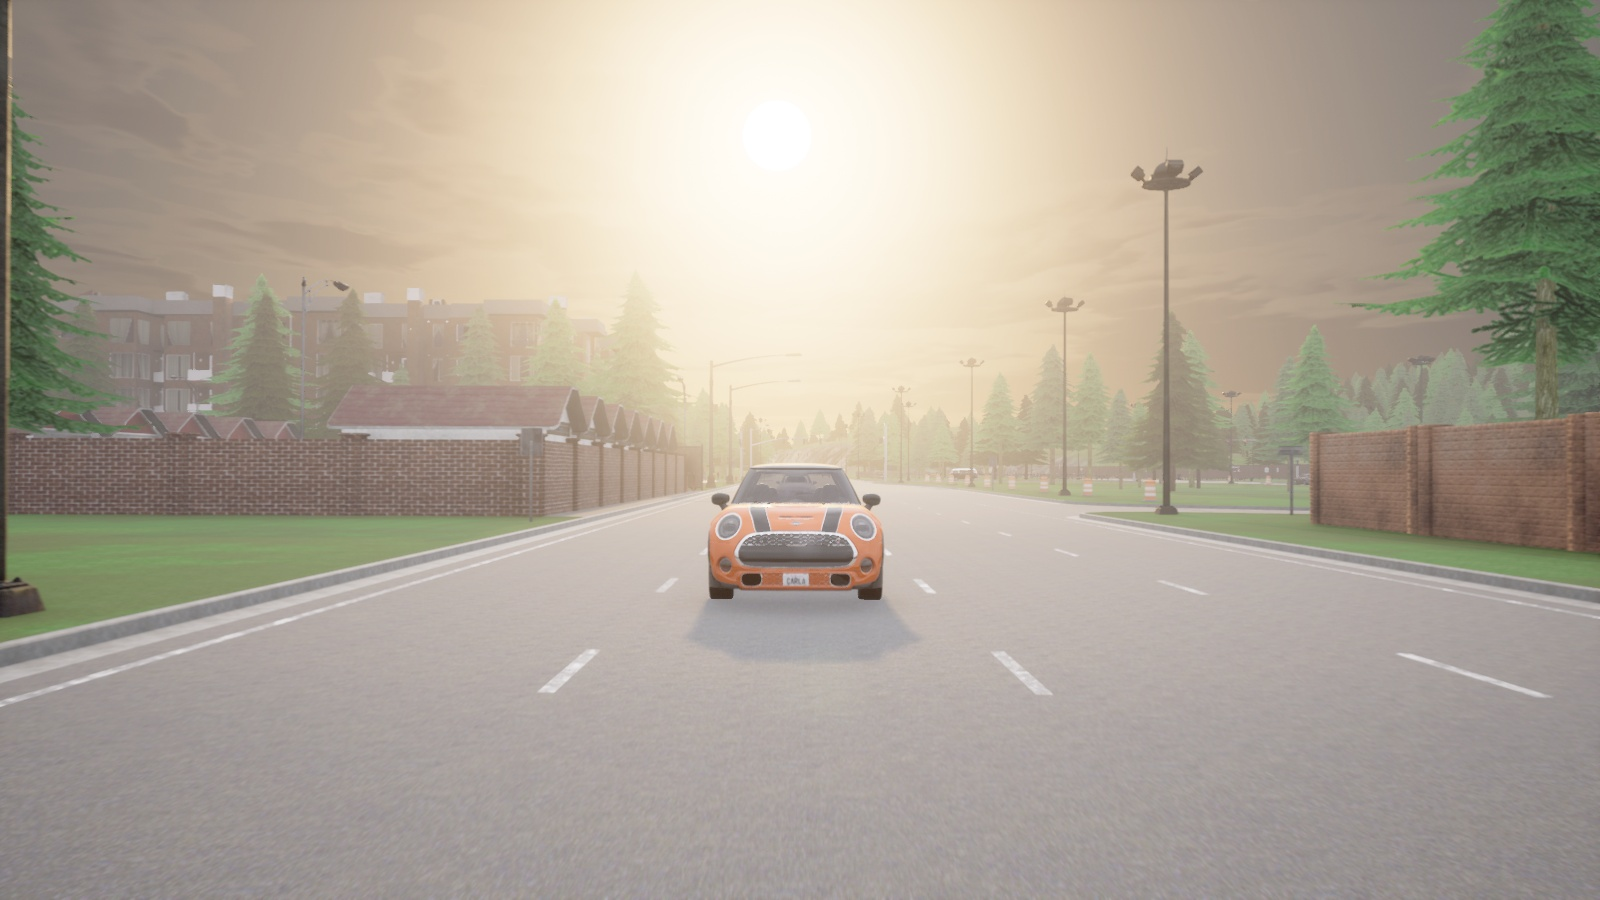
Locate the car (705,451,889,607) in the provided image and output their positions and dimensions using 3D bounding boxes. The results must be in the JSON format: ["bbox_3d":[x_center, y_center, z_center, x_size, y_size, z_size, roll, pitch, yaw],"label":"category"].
[{"bbox_3d":[-0.045,0.954,16.654,2.097,1.767,4.553,0,-1,0],"label":"car"}]
